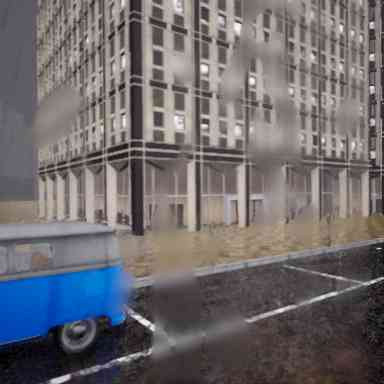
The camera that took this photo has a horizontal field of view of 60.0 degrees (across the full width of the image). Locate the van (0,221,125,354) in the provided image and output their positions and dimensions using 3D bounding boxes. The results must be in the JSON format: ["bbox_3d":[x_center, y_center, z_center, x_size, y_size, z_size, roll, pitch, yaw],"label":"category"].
[{"bbox_3d":[-2.921,1.341,4.491,3.998,1.788,1.690,0,-1,-36],"label":"van"}]
